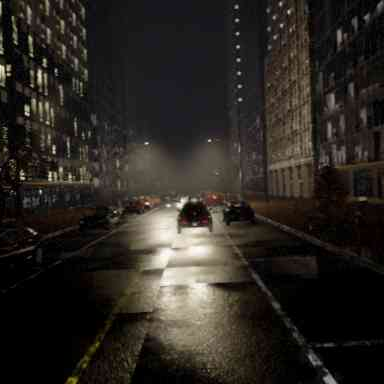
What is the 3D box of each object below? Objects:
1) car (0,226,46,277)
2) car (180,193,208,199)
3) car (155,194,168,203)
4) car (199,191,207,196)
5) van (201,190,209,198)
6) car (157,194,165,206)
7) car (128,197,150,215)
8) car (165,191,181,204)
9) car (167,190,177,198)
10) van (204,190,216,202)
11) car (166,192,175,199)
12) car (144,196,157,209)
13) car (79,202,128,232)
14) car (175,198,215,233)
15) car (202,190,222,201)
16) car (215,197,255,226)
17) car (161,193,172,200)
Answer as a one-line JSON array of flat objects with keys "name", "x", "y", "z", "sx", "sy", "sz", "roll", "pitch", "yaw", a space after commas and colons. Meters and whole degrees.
[{"name": "car", "x": -5.637, "y": 1.682, "z": 9.228, "sx": 2.008, "sy": 1.369, "sz": 4.403, "roll": -3, "pitch": 1, "yaw": 0}, {"name": "car", "x": 0.206, "y": 1.187, "z": 32.861, "sx": 2.033, "sy": 1.411, "sz": 5.357, "roll": -2, "pitch": 1, "yaw": 1}, {"name": "car", "x": -5.445, "y": 1.142, "z": 60.377, "sx": 1.947, "sy": 1.339, "sz": 4.313, "roll": -3, "pitch": 1, "yaw": 0}, {"name": "car", "x": 3.056, "y": 0.407, "z": 94.442, "sx": 2.008, "sy": 1.369, "sz": 4.403, "roll": -3, "pitch": 1, "yaw": 0}, {"name": "van", "x": 2.981, "y": 0.386, "z": 77.389, "sx": 1.690, "sy": 1.788, "sz": 3.998, "roll": -3, "pitch": 1, "yaw": 0}, {"name": "car", "x": -5.490, "y": 1.227, "z": 48.840, "sx": 1.752, "sy": 1.417, "sz": 4.829, "roll": -3, "pitch": 1, "yaw": 0}, {"name": "car", "x": -5.550, "y": 1.467, "z": 31.961, "sx": 1.802, "sy": 1.307, "sz": 4.206, "roll": -3, "pitch": 1, "yaw": 0}, {"name": "car", "x": -2.791, "y": 0.914, "z": 51.580, "sx": 2.097, "sy": 1.767, "sz": 4.553, "roll": -2, "pitch": 1, "yaw": 0}, {"name": "car", "x": -5.351, "y": 0.578, "z": 88.791, "sx": 2.192, "sy": 1.841, "sz": 5.009, "roll": -3, "pitch": 1, "yaw": 0}, {"name": "van", "x": 2.896, "y": 0.636, "z": 54.656, "sx": 1.690, "sy": 1.788, "sz": 3.998, "roll": -3, "pitch": 1, "yaw": 0}, {"name": "car", "x": -5.366, "y": 0.766, "z": 83.109, "sx": 1.967, "sy": 1.590, "sz": 4.097, "roll": -3, "pitch": 1, "yaw": 0}, {"name": "car", "x": -5.536, "y": 1.264, "z": 37.642, "sx": 1.967, "sy": 1.590, "sz": 4.097, "roll": -3, "pitch": 1, "yaw": 0}, {"name": "car", "x": -5.594, "y": 1.559, "z": 20.594, "sx": 2.008, "sy": 1.369, "sz": 4.403, "roll": -3, "pitch": 1, "yaw": 0}, {"name": "car", "x": 0.149, "y": 1.323, "z": 18.292, "sx": 1.812, "sy": 1.442, "sz": 4.674, "roll": -2, "pitch": 1, "yaw": 1}, {"name": "car", "x": 2.852, "y": 0.734, "z": 43.290, "sx": 2.192, "sy": 1.841, "sz": 5.009, "roll": -3, "pitch": 1, "yaw": 0}, {"name": "car", "x": 2.779, "y": 1.216, "z": 20.559, "sx": 2.008, "sy": 1.369, "sz": 4.403, "roll": -3, "pitch": 1, "yaw": 0}, {"name": "car", "x": -5.403, "y": 1.002, "z": 71.744, "sx": 2.008, "sy": 1.369, "sz": 4.403, "roll": -3, "pitch": 1, "yaw": 0}]
